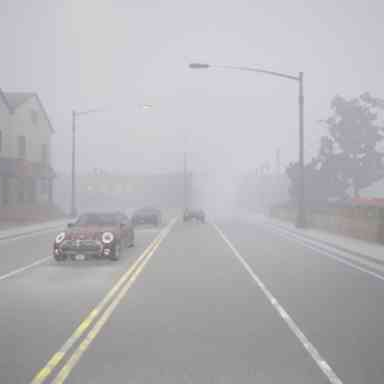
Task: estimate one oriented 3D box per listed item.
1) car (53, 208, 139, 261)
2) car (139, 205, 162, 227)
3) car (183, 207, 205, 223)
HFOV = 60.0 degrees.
[{"bbox_3d":[-3.575,1.525,12.901,2.097,1.767,4.553,0,-1,0],"label":"car"},{"bbox_3d":[-3.521,1.835,26.556,1.882,1.535,5.008,0,0,1],"label":"car"},{"bbox_3d":[0.163,2.001,29.654,1.895,1.301,4.718,0,-1,0],"label":"car"}]
